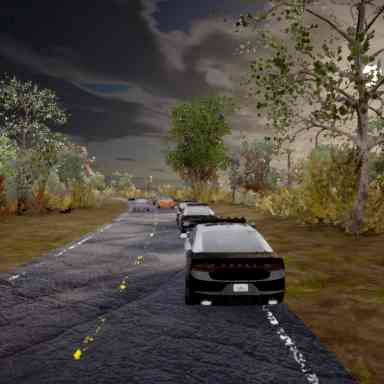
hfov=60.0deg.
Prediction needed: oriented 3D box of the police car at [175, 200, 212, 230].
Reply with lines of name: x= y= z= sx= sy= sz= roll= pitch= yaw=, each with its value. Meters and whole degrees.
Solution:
police car: x=0.241 y=1.423 z=18.310 sx=1.930 sy=1.638 sz=5.238 roll=0 pitch=0 yaw=-4

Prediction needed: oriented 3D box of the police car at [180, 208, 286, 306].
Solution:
police car: x=0.745 y=1.424 z=8.244 sx=1.930 sy=1.638 sz=5.238 roll=0 pitch=0 yaw=-2

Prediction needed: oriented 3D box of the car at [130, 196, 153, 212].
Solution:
car: x=-5.757 y=1.522 z=38.158 sx=1.812 sy=1.442 sz=4.674 roll=0 pitch=0 yaw=-8

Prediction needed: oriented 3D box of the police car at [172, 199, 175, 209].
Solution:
police car: x=-0.221 y=1.423 z=24.340 sx=1.930 sy=1.638 sz=5.238 roll=0 pitch=0 yaw=-5

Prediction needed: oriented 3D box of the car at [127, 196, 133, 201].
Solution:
car: x=-14.436 y=1.591 z=80.029 sx=1.895 sy=1.301 sz=4.718 roll=0 pitch=0 yaw=-16

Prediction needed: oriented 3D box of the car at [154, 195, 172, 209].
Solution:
car: x=-3.686 y=1.346 z=45.655 sx=2.097 sy=1.767 sz=4.553 roll=0 pitch=0 yaw=-9
